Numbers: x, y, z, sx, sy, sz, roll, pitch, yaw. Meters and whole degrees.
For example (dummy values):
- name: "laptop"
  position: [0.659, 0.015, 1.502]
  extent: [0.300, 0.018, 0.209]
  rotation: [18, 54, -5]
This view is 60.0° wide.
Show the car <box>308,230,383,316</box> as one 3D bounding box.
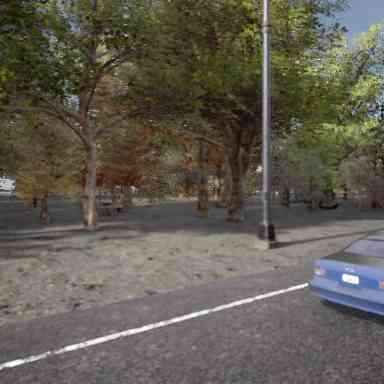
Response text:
- name: "car"
  position: [4.749, 1.526, 7.139]
  extent: [5.357, 1.411, 2.033]
  rotation: [0, 0, -35]
